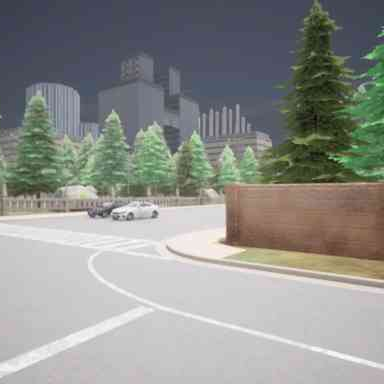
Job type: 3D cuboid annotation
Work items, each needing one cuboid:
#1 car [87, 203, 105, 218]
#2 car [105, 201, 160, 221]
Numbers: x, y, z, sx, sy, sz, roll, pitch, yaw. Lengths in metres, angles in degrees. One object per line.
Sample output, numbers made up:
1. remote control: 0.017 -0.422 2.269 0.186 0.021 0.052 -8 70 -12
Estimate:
1. car: -7.164 1.525 29.973 1.812 1.442 4.674 0 0 35
2. car: -4.582 1.525 27.562 1.812 1.442 4.674 0 0 35
